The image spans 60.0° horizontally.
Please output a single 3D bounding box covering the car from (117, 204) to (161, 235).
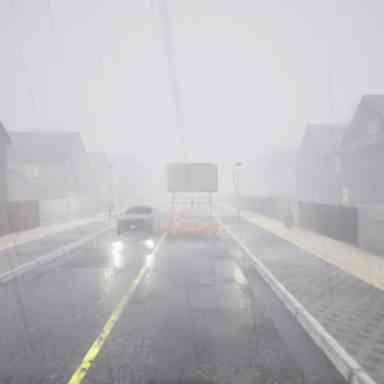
[{"bbox_3d":[-2.848,1.412,18.555,1.882,1.535,5.008,0,0,0],"label":"car"}]

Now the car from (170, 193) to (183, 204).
[{"bbox_3d":[-2.780,1.169,60.883,2.150,2.045,5.566,0,0,1],"label":"car"}]

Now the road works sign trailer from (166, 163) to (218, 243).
[{"bbox_3d":[0.006,0.407,15.785,2.380,3.560,2.880,0,0,0],"label":"road works sign trailer"}]
